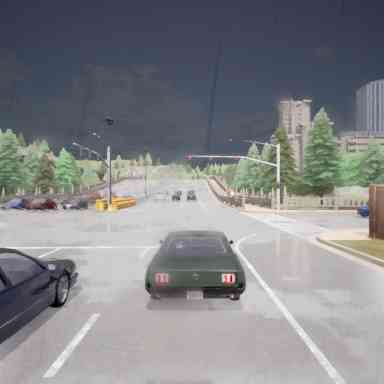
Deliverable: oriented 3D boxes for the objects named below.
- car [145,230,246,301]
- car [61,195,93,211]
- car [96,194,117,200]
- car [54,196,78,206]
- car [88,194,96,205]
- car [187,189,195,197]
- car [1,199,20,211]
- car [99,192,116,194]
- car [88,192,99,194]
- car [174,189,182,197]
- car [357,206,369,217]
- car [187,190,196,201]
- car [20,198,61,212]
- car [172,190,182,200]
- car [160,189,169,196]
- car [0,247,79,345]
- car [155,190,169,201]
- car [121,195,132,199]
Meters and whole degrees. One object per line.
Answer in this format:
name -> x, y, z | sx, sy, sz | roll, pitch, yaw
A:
car -> 0.108, 1.601, 8.304 | 1.895, 1.301, 4.718 | 0, 0, 1
car -> -14.097, 1.493, 40.395 | 2.128, 1.511, 4.902 | 0, 0, 0
car -> -14.090, 1.477, 55.948 | 1.882, 1.535, 5.008 | 0, 0, 0
car -> -21.084, 1.490, 55.733 | 2.128, 1.511, 4.902 | 0, 0, 0
car -> -17.587, 1.506, 55.659 | 1.837, 1.490, 4.892 | 0, 0, 0
car -> -0.159, 0.222, 87.456 | 2.033, 1.411, 5.357 | 0, 7, 0
car -> -21.098, 1.525, 40.336 | 1.812, 1.442, 4.674 | 0, 0, 0
car -> -17.570, 1.036, 71.222 | 2.150, 2.045, 5.566 | 0, 2, 0
car -> -21.069, 1.045, 70.939 | 2.150, 2.045, 5.566 | 0, 2, 0
car -> -3.659, 0.207, 87.435 | 2.128, 1.511, 4.902 | 0, 7, 0
car -> 16.999, 1.478, 28.842 | 5.008, 1.535, 1.882 | 0, 0, 0
car -> -0.094, 0.954, 75.740 | 2.097, 1.767, 4.553 | 0, 3, 0
car -> -17.597, 1.477, 38.973 | 1.882, 1.535, 5.008 | 0, 0, 0
car -> -3.595, 1.090, 75.902 | 1.837, 1.490, 4.892 | 0, 3, 0
car -> -7.161, 0.229, 87.868 | 1.895, 1.301, 4.718 | 0, 7, 0
car -> -3.431, 1.547, 4.894 | 2.033, 1.411, 5.357 | 0, 0, 0
car -> -7.092, 0.829, 75.589 | 2.150, 2.045, 5.566 | 0, 3, 0
car -> -14.070, 1.335, 71.178 | 2.128, 1.511, 4.902 | 0, 2, 0
